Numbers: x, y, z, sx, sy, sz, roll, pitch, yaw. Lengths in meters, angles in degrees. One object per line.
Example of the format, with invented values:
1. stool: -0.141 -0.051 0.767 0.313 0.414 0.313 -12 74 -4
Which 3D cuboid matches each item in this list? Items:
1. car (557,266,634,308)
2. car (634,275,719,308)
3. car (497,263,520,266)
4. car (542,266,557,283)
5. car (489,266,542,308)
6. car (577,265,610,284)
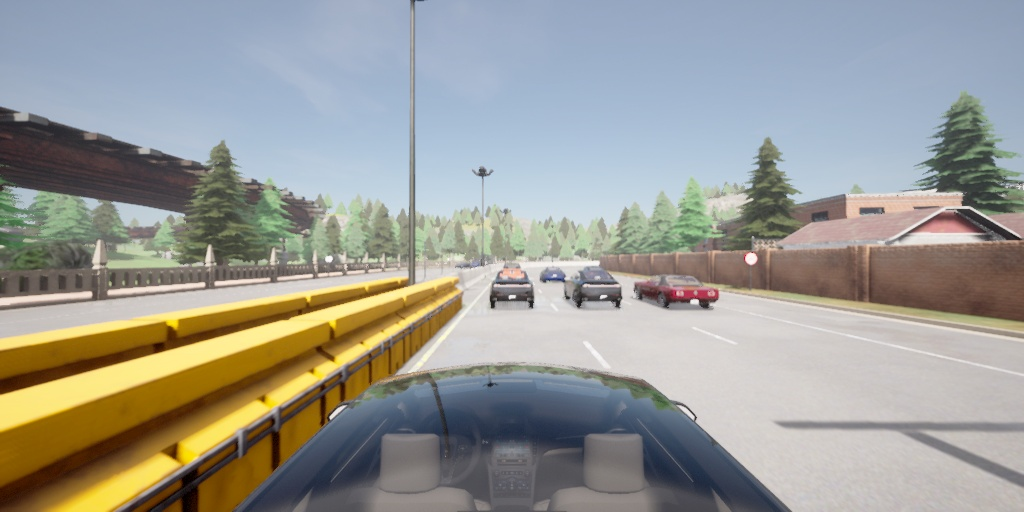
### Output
1. car: 3.507 1.379 16.153 2.128 1.511 4.902 0 0 0
2. car: 7.006 1.485 15.959 1.895 1.301 4.718 0 -1 0
3. car: 0.010 1.376 30.939 2.097 1.767 4.553 0 -1 0
4. car: 3.509 1.592 31.182 1.994 1.385 4.181 0 0 0
5. car: 0.007 1.379 16.154 2.128 1.511 4.902 0 0 0
6. car: 7.014 1.554 31.241 1.812 1.442 4.674 0 0 0
